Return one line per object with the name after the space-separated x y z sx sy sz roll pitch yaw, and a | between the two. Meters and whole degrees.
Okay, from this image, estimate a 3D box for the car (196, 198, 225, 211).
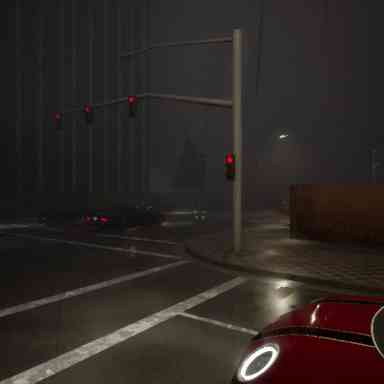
2.344 1.491 41.784 2.128 1.511 4.902 0 0 36 | car

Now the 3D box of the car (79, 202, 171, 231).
-3.923 1.547 20.513 2.033 1.411 5.357 0 0 35 | car

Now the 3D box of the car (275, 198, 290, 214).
10.936 1.477 35.449 1.882 1.535 5.008 0 0 35 | car

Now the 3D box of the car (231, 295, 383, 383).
2.501 1.352 2.175 4.553 1.767 2.097 0 0 36 | car

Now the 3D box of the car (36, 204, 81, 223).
-9.276 1.601 25.415 1.895 1.301 4.718 0 0 35 | car

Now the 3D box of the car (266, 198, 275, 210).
10.784 1.491 41.299 2.128 1.511 4.902 0 0 36 | car

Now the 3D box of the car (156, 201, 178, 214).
-3.498 1.601 33.572 1.895 1.301 4.718 0 0 35 | car
